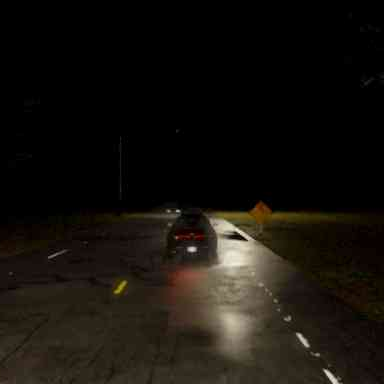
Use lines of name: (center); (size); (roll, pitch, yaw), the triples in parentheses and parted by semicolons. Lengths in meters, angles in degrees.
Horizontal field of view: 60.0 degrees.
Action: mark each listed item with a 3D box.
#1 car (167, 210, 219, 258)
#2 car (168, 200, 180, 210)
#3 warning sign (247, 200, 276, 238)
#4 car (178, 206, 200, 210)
car: (0.024, 1.689, 13.544); (1.837, 1.490, 4.892); (0, 0, 1)
car: (-3.506, 2.511, 65.721); (2.150, 2.045, 5.566); (0, -1, 0)
warning sign: (3.556, 1.360, 17.106); (1.300, 1.860, 1.060); (0, -1, 0)
car: (0.020, 2.044, 28.294); (1.895, 1.301, 4.718); (0, -1, 1)
